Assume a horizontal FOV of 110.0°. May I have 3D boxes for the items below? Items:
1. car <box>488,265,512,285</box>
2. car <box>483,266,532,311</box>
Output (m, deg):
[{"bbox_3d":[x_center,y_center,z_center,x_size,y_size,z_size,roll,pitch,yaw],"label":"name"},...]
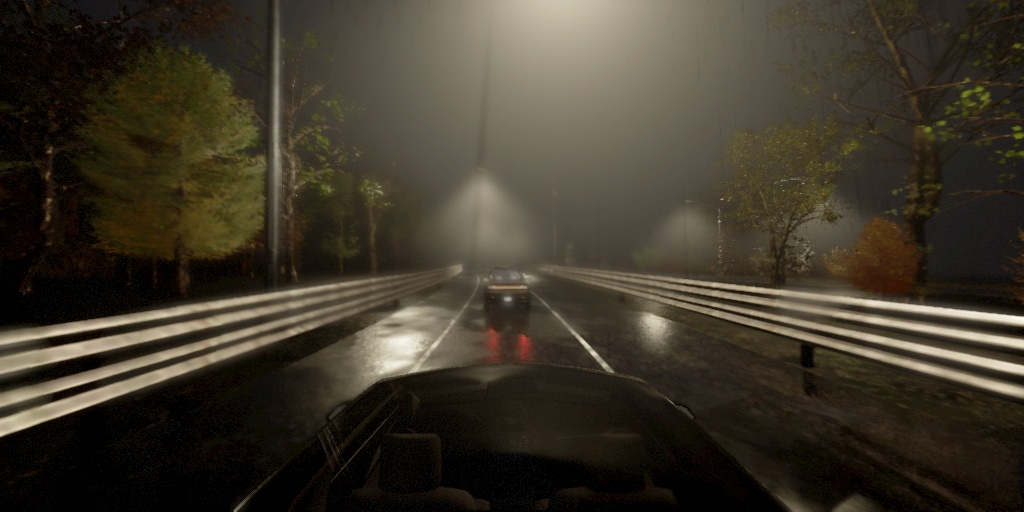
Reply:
[{"bbox_3d":[-1.100,1.551,30.488,1.837,1.490,4.892,0,0,-4],"label":"car"},{"bbox_3d":[-0.229,1.386,15.446,2.128,1.511,4.902,0,0,-2],"label":"car"}]
